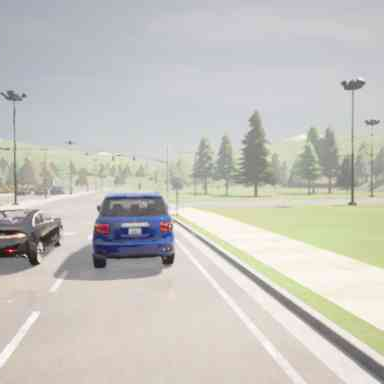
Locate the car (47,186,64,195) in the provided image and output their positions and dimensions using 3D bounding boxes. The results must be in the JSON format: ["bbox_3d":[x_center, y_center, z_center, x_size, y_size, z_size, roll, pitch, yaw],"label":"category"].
[{"bbox_3d":[-30.766,-0.320,75.850,2.150,2.045,5.566,-1,1,-11],"label":"car"}]

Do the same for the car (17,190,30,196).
[{"bbox_3d":[-37.640,0.117,74.547,1.895,1.301,4.718,-1,1,-11],"label":"car"}]

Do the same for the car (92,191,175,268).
[{"bbox_3d":[-1.871,0.988,10.672,2.150,2.045,5.566,-1,1,-11],"label":"car"}]

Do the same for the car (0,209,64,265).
[{"bbox_3d":[-5.410,1.279,10.568,2.128,1.511,4.902,-1,1,-11],"label":"car"}]

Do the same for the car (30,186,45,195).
[{"bbox_3d":[-34.215,-0.157,75.257,2.097,1.767,4.553,-1,1,-11],"label":"car"}]
